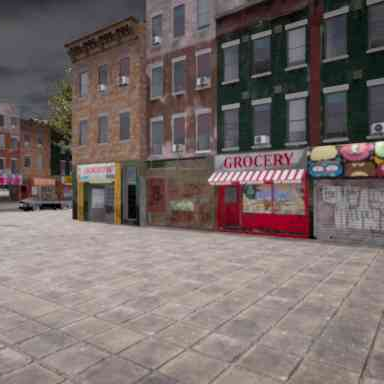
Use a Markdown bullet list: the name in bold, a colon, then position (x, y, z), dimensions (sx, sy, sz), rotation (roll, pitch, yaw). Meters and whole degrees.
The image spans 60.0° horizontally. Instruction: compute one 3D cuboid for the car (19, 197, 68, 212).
- **car**: position (-13.460, 1.088, 30.303), dimensions (1.947, 1.339, 4.313), rotation (1, 1, 35)
